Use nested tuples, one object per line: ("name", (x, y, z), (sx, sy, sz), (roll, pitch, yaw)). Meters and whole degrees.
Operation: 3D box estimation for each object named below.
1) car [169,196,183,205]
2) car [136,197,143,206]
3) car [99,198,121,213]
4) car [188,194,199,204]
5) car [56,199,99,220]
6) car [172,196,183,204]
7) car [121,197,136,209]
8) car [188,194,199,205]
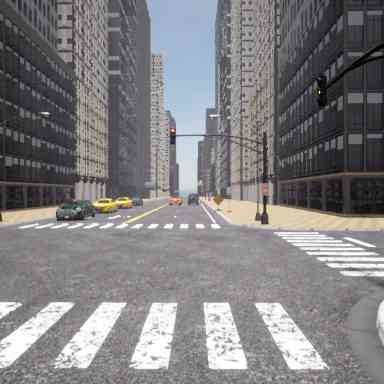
("car", (-2.978, 1.452, 59.916), (2.097, 1.767, 4.553), (0, 0, 0))
("car", (-9.641, 1.640, 57.725), (2.033, 1.411, 5.357), (0, 0, 1))
("car", (-9.745, 1.516, 37.395), (1.882, 1.535, 5.008), (0, 0, 0))
("car", (0.274, 1.361, 70.335), (2.150, 2.045, 5.566), (0, 0, 0))
("car", (-9.769, 1.374, 28.208), (2.097, 1.767, 4.553), (0, 0, 0))
("car", (-2.978, 1.634, 70.104), (2.128, 1.511, 4.902), (0, 0, 0))
("car", (-9.712, 1.539, 47.077), (1.882, 1.535, 5.008), (0, 0, 0))
("car", (0.272, 1.606, 60.127), (1.837, 1.490, 4.892), (0, 0, 0))
